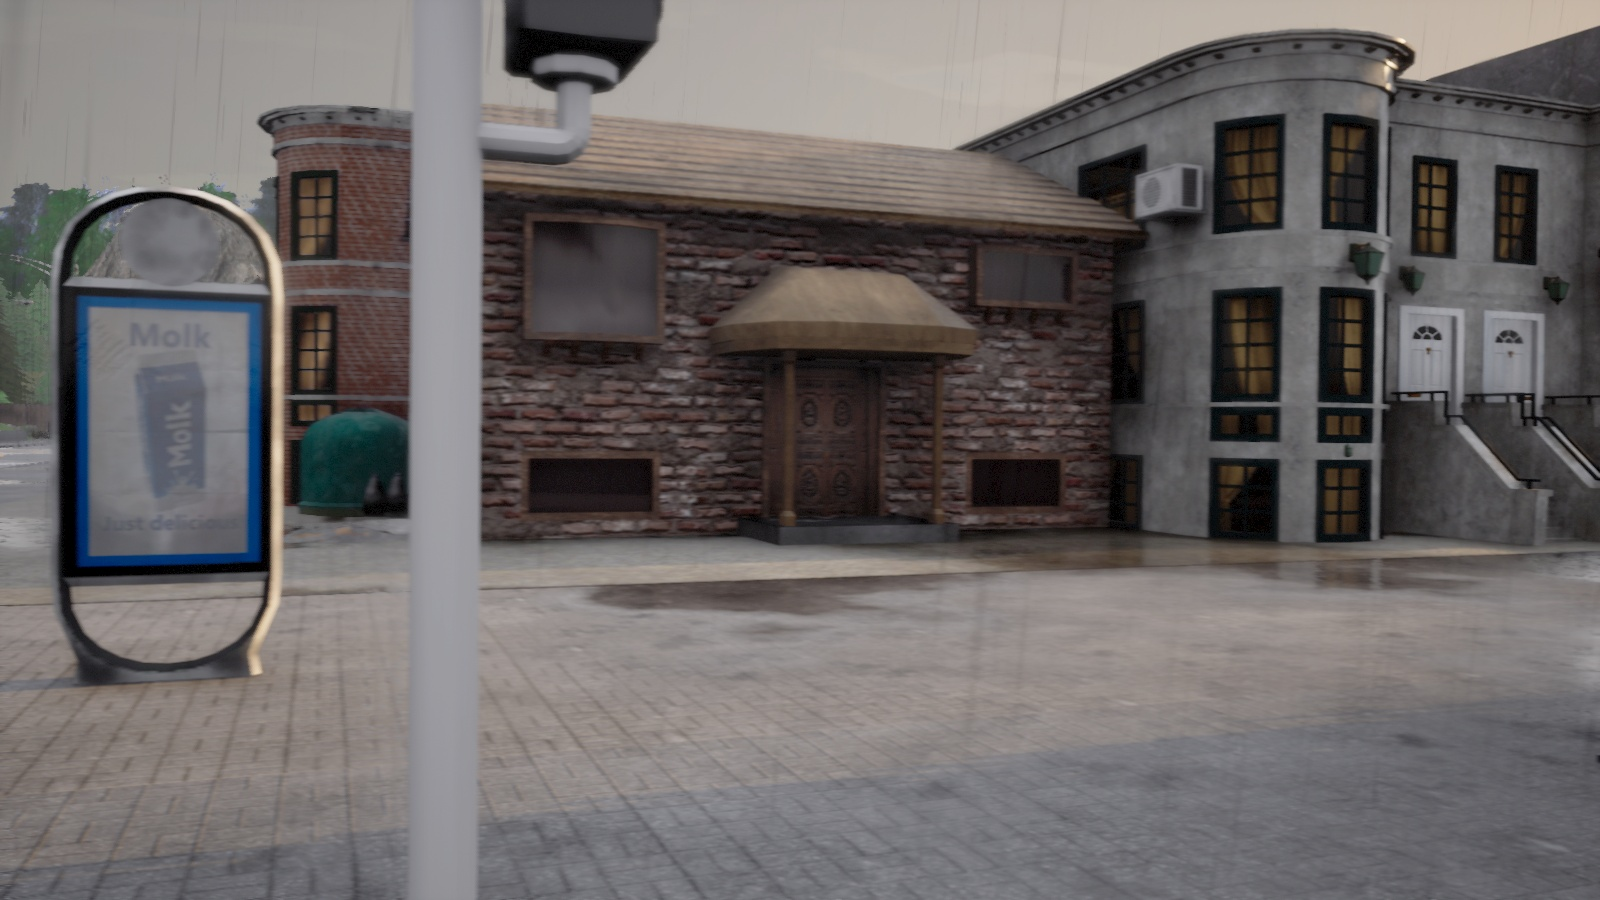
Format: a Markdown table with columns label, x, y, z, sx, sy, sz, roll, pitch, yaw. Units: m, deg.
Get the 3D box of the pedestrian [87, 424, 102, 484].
| label | x | y | z | sx | sy | sz | roll | pitch | yaw |
| --- | --- | --- | --- | --- | --- | --- | --- | --- | --- |
| pedestrian | -21.499 | 0.117 | 38.281 | 0.354 | 1.836 | 0.706 | -1 | 1 | -30 |
